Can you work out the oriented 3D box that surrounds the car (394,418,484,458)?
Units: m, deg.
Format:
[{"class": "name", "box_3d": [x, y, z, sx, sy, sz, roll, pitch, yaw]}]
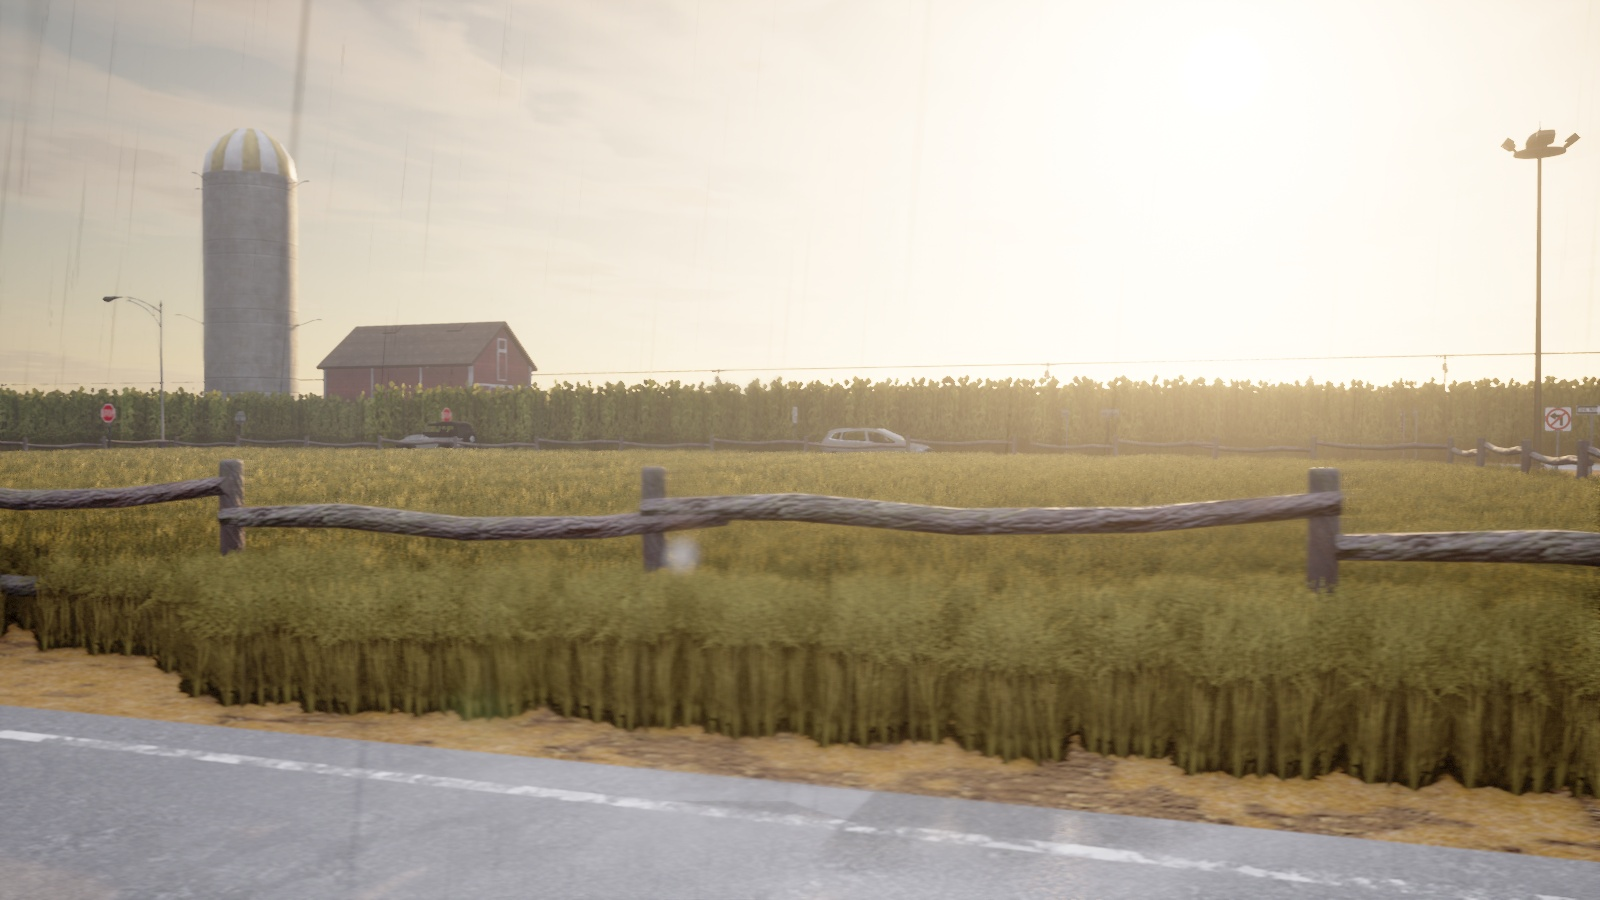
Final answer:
[{"class": "car", "box_3d": [-17.777, -0.616, 61.858, 3.866, 1.878, 1.905, 1, 1, 20]}]

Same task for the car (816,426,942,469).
[{"class": "car", "box_3d": [3.204, -0.129, 50.805, 4.611, 1.667, 2.242, 1, 1, 20]}]
